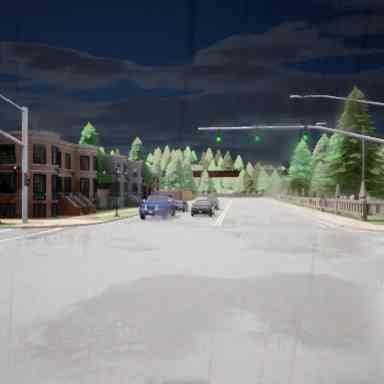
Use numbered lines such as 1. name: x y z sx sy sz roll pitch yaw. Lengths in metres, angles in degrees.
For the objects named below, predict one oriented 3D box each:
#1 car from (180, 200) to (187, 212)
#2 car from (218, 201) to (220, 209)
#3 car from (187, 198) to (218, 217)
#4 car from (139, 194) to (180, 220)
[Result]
1. car: -1.585 1.564 38.124 1.994 1.385 4.181 0 0 8
2. car: 2.482 1.505 41.855 1.837 1.490 4.892 0 0 8
3. car: 1.100 1.477 31.779 1.882 1.535 5.008 0 0 8
4. car: -2.851 1.221 28.812 2.150 2.045 5.566 0 0 8
